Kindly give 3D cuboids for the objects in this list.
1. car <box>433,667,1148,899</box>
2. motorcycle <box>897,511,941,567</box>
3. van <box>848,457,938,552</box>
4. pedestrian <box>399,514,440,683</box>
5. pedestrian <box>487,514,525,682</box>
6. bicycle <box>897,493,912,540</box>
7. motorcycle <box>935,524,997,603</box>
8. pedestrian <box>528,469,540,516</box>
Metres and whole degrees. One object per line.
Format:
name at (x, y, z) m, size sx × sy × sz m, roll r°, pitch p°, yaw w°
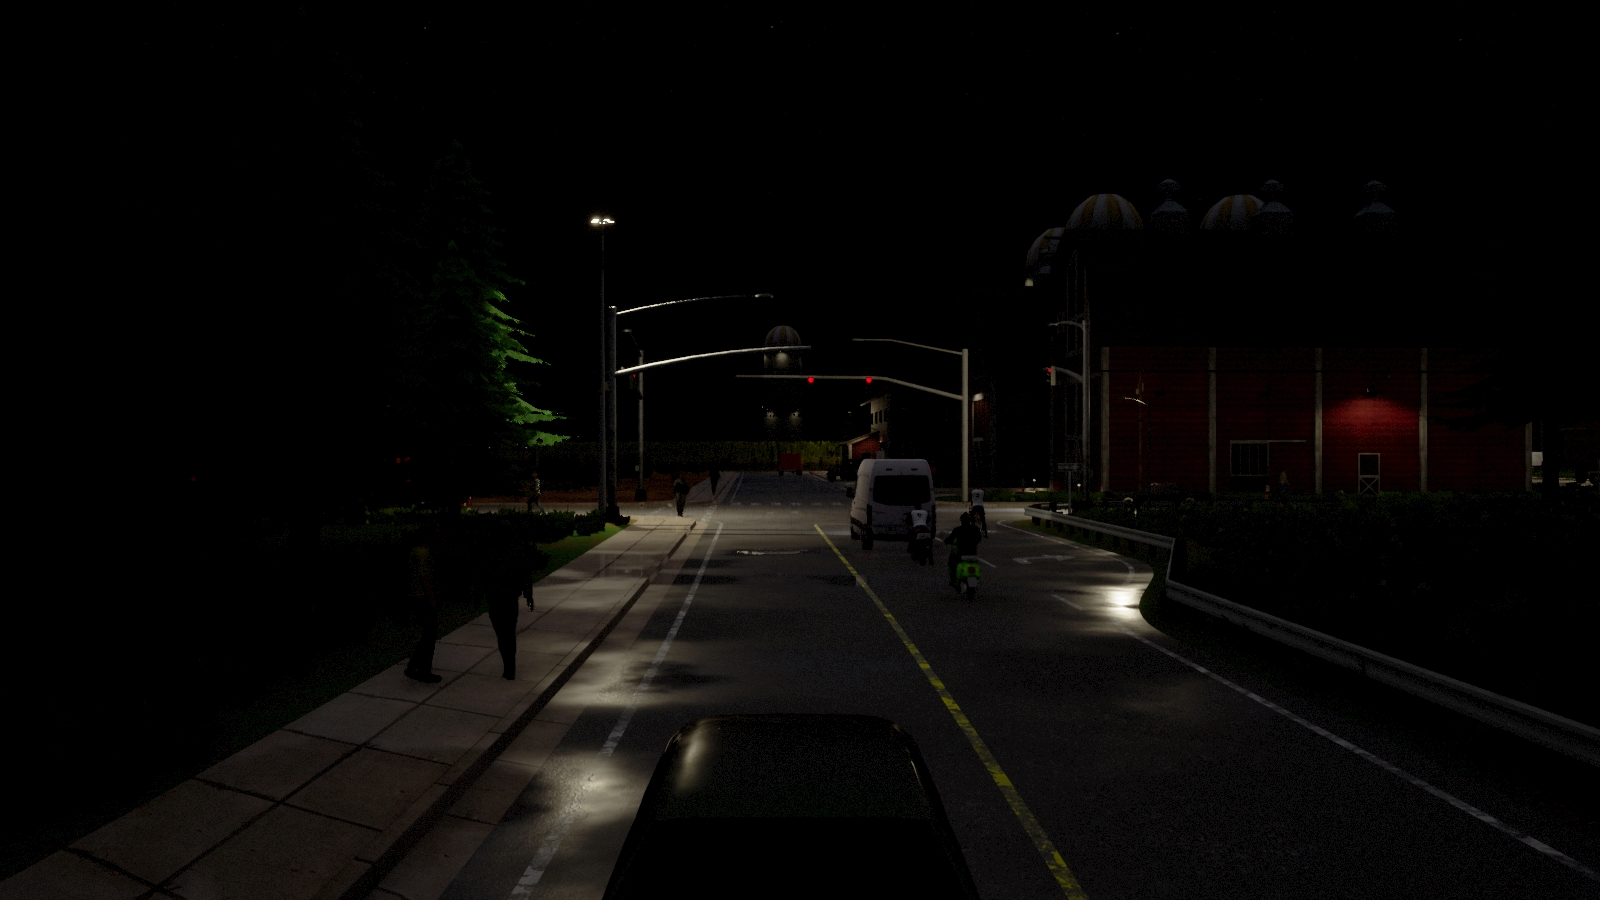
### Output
car at (-0.032, 1.973, 4.130) m, size 1.851 × 1.617 × 3.988 m, roll 0°, pitch 0°, yaw 0°
motorcycle at (2.898, 2.159, 27.998) m, size 0.803 × 1.199 × 2.033 m, roll 0°, pitch 0°, yaw -2°
van at (2.659, 1.508, 34.092) m, size 1.988 × 2.561 × 5.915 m, roll 0°, pitch 0°, yaw -2°
pedestrian at (-4.328, 1.670, 12.979) m, size 0.375 × 1.860 × 0.375 m, roll 0°, pitch 0°, yaw -30°
pedestrian at (-3.335, 1.669, 12.985) m, size 0.375 × 1.860 × 0.375 m, roll 0°, pitch 0°, yaw -7°
bicycle at (3.290, 2.079, 36.037) m, size 0.373 × 1.396 × 1.643 m, roll 0°, pitch 0°, yaw 3°
motorcycle at (3.124, 2.115, 21.688) m, size 0.856 × 1.316 × 1.805 m, roll 0°, pitch 0°, yaw -2°
pedestrian at (-10.617, 1.696, 45.632) m, size 0.375 × 1.860 × 0.375 m, roll 0°, pitch 0°, yaw 9°
